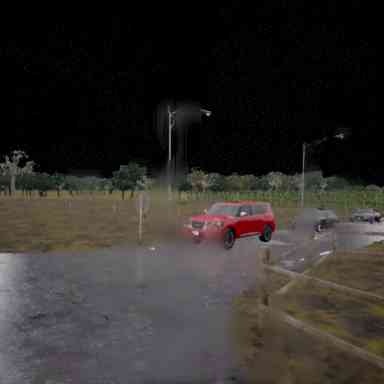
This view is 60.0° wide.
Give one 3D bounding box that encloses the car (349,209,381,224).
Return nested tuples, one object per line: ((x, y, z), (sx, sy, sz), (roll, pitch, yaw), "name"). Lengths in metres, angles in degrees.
((16.801, 2.317, 32.206), (1.994, 1.385, 4.181), (1, -1, 43), "car")

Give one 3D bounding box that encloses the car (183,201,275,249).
((2.029, 1.477, 16.350), (2.150, 2.045, 5.566), (1, 0, 42), "car")

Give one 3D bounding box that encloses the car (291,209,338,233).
((8.821, 1.978, 23.664), (1.837, 1.490, 4.892), (1, -1, 43), "car")
